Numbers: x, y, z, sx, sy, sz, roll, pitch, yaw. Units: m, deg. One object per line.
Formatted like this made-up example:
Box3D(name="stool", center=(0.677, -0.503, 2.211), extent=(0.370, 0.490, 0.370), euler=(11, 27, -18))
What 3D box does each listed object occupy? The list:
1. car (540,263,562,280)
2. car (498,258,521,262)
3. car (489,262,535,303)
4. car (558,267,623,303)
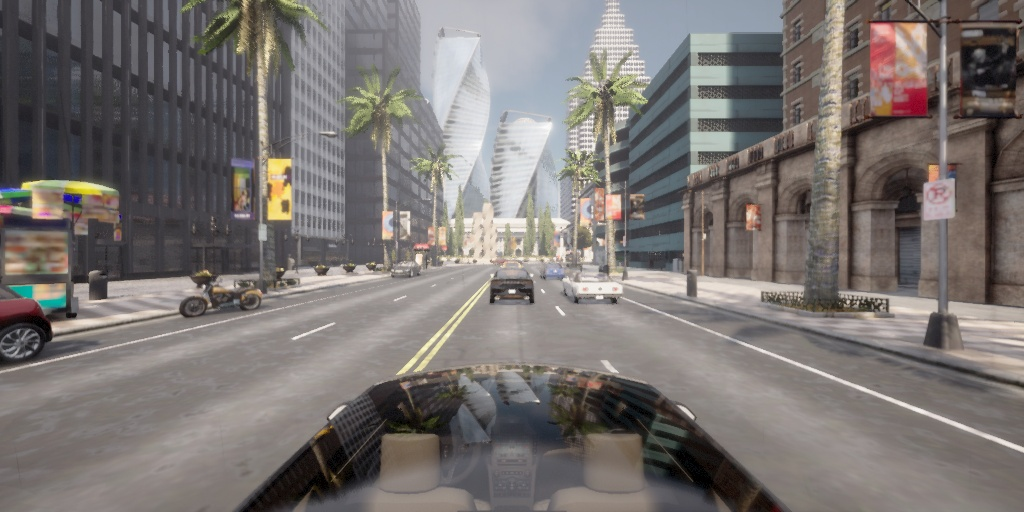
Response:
Box3D(name="car", center=(3.500, 1.311, 31.500), extent=(2.033, 1.411, 5.357), euler=(0, 0, 0))
Box3D(name="car", center=(0.000, 1.232, 31.500), extent=(1.882, 1.535, 5.008), euler=(0, 0, 0))
Box3D(name="car", center=(0.000, 1.232, 16.500), extent=(1.882, 1.535, 5.008), euler=(0, 0, 0))
Box3D(name="car", center=(3.500, 1.363, 16.530), extent=(1.895, 1.301, 4.718), euler=(0, 0, 0))
